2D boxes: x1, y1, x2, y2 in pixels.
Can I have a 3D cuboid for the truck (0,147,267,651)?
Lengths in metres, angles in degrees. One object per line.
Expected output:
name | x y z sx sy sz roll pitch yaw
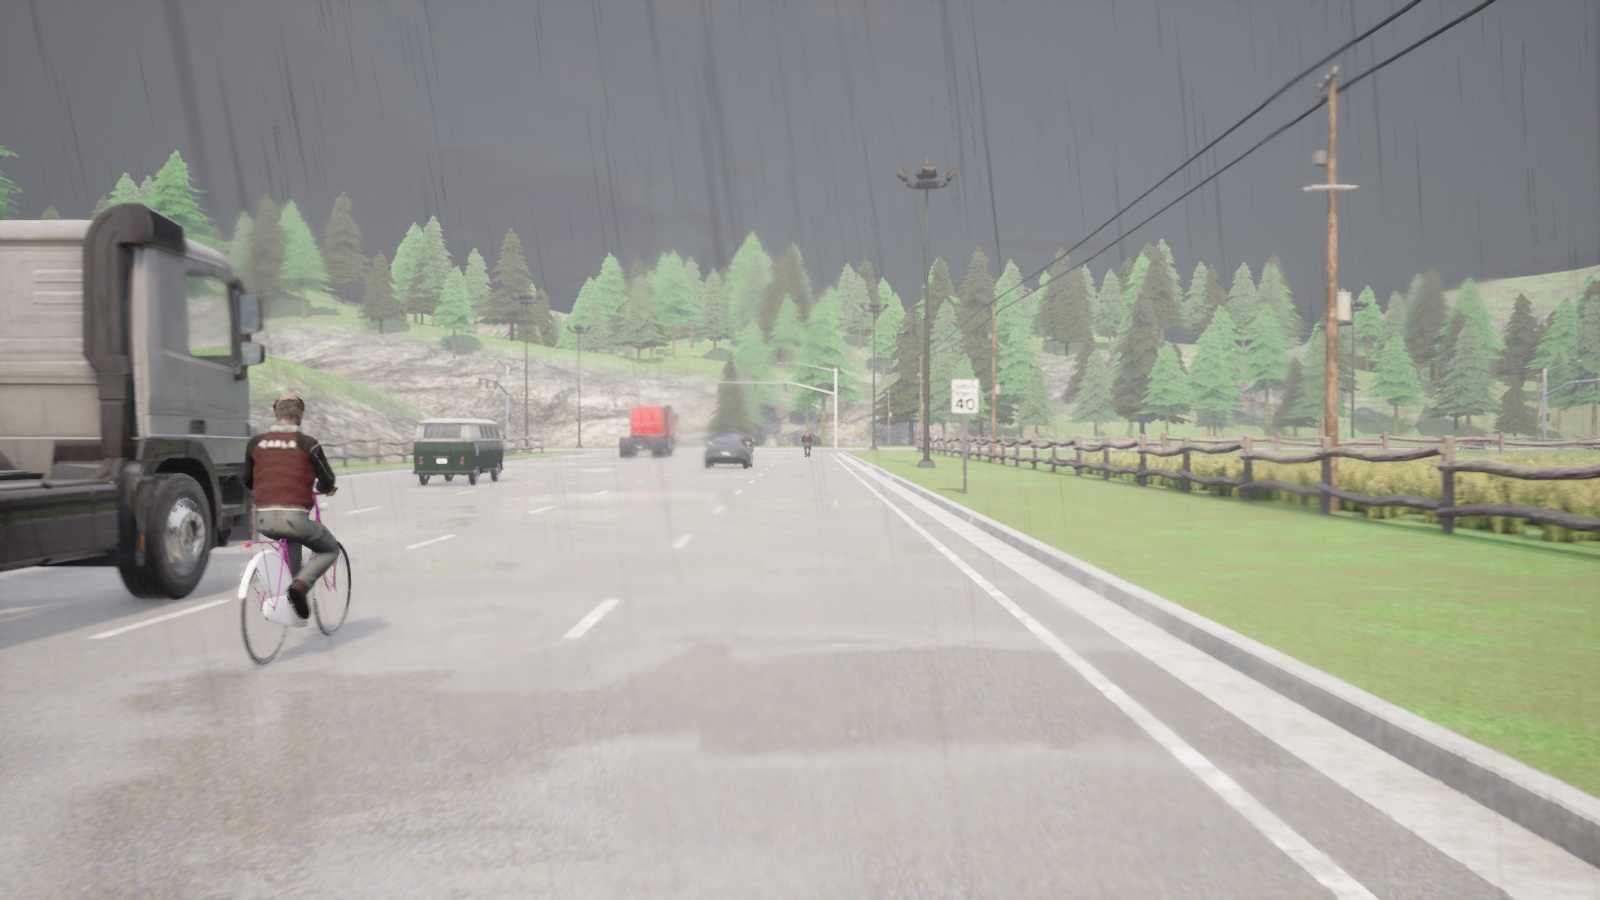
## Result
truck | -6.935 -0.354 8.908 2.891 3.462 7.936 0 1 0

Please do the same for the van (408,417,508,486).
van | -10.276 0.011 38.042 1.775 1.987 4.442 0 1 0

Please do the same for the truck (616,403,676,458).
truck | -10.031 -1.283 82.588 2.891 3.462 7.936 0 1 0

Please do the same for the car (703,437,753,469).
car | -3.177 0.100 56.148 1.994 1.385 4.181 0 1 0

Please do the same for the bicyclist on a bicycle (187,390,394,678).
bicyclist on a bicycle | -3.437 0.504 8.656 0.659 1.776 1.843 0 1 0
